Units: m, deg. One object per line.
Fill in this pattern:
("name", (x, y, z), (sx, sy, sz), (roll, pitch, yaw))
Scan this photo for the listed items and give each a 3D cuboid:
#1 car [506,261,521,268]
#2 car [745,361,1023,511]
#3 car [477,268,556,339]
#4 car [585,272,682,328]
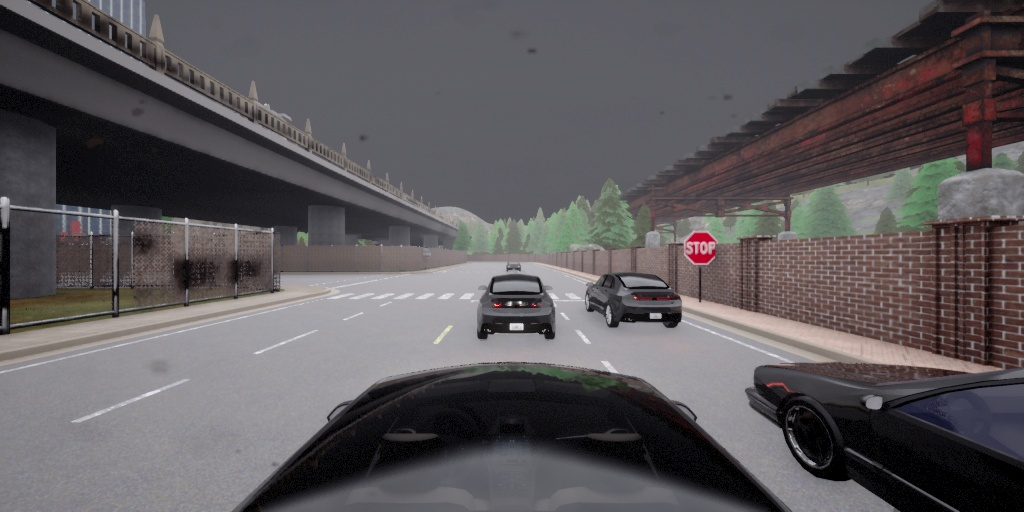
("car", (0.196, 1.351, 46.310), (1.895, 1.301, 4.718), (0, 0, -1))
("car", (3.600, 1.297, 1.640), (2.033, 1.411, 5.357), (0, 0, 0))
("car", (0.101, 1.255, 10.028), (1.837, 1.490, 4.892), (0, 0, 0))
("car", (3.603, 1.255, 11.386), (1.837, 1.490, 4.892), (0, 0, 0))
